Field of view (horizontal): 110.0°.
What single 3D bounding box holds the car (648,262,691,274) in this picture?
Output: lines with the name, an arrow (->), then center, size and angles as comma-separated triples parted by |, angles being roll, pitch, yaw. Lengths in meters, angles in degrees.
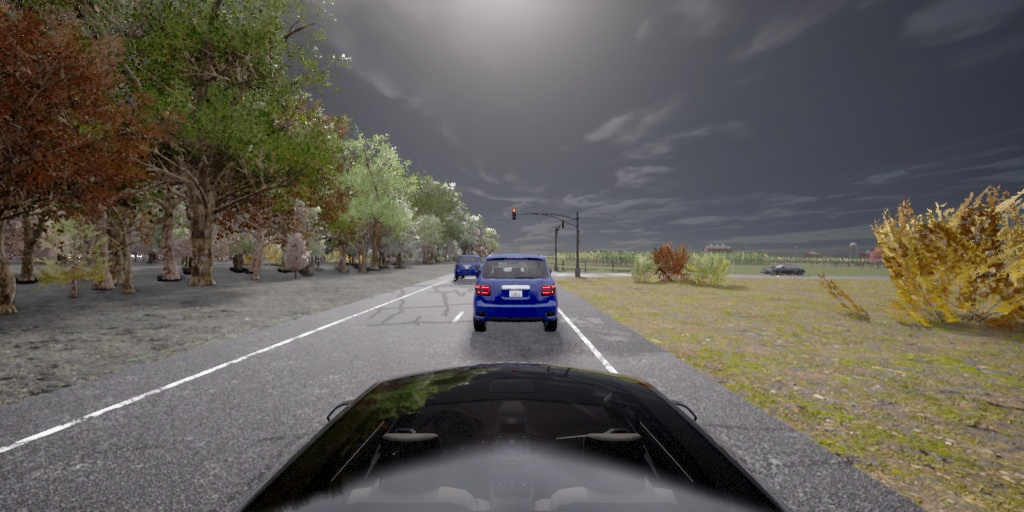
car -> 19.045, 1.478, 43.439 | 5.008, 1.535, 1.882 | 1, -1, 0

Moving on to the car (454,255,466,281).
car -> -3.445, 0.967, 30.065 | 2.150, 2.045, 5.566 | 0, 0, 0

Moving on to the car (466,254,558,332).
car -> 0.088, 0.970, 11.012 | 2.150, 2.045, 5.566 | 0, 0, 0

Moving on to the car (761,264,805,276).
car -> 32.800, 1.677, 43.397 | 4.674, 1.442, 1.812 | 0, -1, 0

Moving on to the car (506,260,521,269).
car -> 0.209, 1.299, 56.015 | 1.994, 1.385, 4.181 | 0, 0, -6
